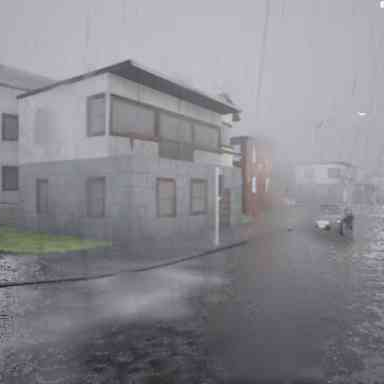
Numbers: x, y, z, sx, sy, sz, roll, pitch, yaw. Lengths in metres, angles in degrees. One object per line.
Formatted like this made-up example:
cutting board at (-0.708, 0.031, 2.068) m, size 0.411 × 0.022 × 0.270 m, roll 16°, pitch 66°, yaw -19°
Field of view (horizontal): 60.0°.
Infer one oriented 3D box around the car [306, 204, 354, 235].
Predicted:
car at (7.928, 1.474, 18.912) m, size 2.128 × 1.511 × 4.902 m, roll 0°, pitch 0°, yaw 34°
